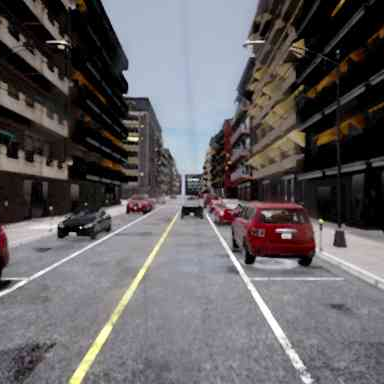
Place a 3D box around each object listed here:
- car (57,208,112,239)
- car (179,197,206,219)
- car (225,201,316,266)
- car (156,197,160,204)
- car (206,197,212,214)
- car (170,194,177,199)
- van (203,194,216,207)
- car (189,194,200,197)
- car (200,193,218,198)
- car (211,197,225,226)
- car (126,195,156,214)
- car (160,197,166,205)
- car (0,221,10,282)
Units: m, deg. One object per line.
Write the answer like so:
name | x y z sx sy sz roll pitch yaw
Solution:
car | -5.295 1.502 16.976 1.947 1.339 4.313 1 0 0
car | 0.012 1.469 28.347 1.837 1.490 4.892 0 0 0
car | 2.556 1.270 11.383 2.192 1.841 5.009 1 0 0
car | -5.293 1.424 39.097 1.887 1.381 4.507 1 0 0
car | 2.553 1.472 33.510 1.802 1.307 4.206 1 0 0
car | -5.286 1.389 93.771 1.947 1.339 4.313 1 0 0
van | 2.559 1.204 50.103 1.690 1.788 3.998 1 0 0
car | 0.009 1.426 56.102 1.812 1.442 4.674 0 -1 0
car | 2.559 1.185 44.572 2.192 1.841 5.009 1 0 0
car | 2.554 1.359 22.446 1.967 1.590 4.097 1 0 0
car | -5.288 1.206 33.565 2.192 1.841 5.009 1 0 0
car | -5.292 1.439 55.691 1.802 1.307 4.206 1 0 0
car | -5.290 1.291 5.912 2.192 1.841 5.009 1 0 0
